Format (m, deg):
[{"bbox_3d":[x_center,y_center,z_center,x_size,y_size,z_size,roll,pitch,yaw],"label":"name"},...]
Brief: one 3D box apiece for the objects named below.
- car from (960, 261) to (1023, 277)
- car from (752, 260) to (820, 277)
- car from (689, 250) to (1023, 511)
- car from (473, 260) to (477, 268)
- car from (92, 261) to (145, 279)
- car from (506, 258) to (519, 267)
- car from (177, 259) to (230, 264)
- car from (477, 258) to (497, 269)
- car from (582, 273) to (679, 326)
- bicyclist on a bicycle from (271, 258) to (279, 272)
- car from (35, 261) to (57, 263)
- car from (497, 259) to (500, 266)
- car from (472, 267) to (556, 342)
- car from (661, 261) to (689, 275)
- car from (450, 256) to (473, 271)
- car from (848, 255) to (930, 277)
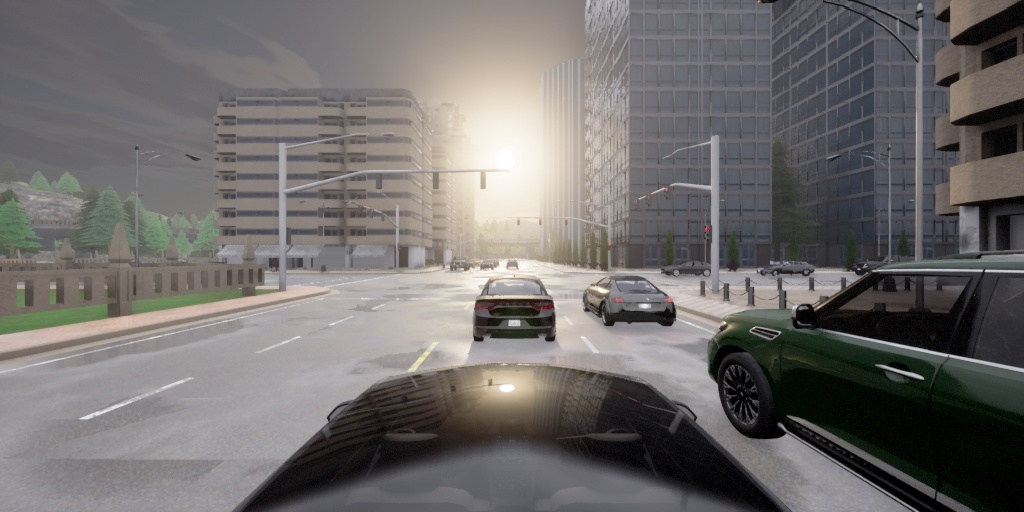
[{"bbox_3d":[46.533,1.220,34.450,4.674,1.442,1.812,0,0,1],"label":"car"},{"bbox_3d":[26.315,1.186,34.582,4.902,1.511,2.128,0,0,0],"label":"car"},{"bbox_3d":[3.601,0.971,2.268,2.150,2.045,5.566,0,0,0],"label":"car"},{"bbox_3d":[-7.125,1.255,59.278,1.837,1.490,4.892,0,0,0],"label":"car"},{"bbox_3d":[-32.962,1.295,29.217,4.718,1.301,1.895,0,0,15],"label":"car"},{"bbox_3d":[0.054,1.275,60.047,1.812,1.442,4.674,0,0,0],"label":"car"},{"bbox_3d":[-22.929,1.199,27.898,4.892,1.490,1.837,0,0,3],"label":"car"},{"bbox_3d":[-3.632,1.255,52.945,1.837,1.490,4.892,0,0,0],"label":"car"},{"bbox_3d":[3.571,1.314,11.622,1.994,1.385,4.181,0,0,0],"label":"car"},{"bbox_3d":[-26.109,0.995,39.787,0.582,1.620,1.656,0,0,7],"label":"bicyclist on a bicycle"},{"bbox_3d":[-44.576,1.220,34.291,4.674,1.442,1.812,0,0,32],"label":"car"},{"bbox_3d":[-3.613,1.241,62.285,2.128,1.511,4.902,0,0,0],"label":"car"},{"bbox_3d":[0.063,1.228,9.841,1.882,1.535,5.008,0,0,0],"label":"car"},{"bbox_3d":[16.953,1.199,34.633,4.892,1.490,1.837,0,0,0],"label":"car"},{"bbox_3d":[-7.132,0.972,49.574,2.150,2.045,5.566,0,0,0],"label":"car"},{"bbox_3d":[36.194,0.916,34.530,5.566,2.045,2.150,0,0,0],"label":"car"}]
